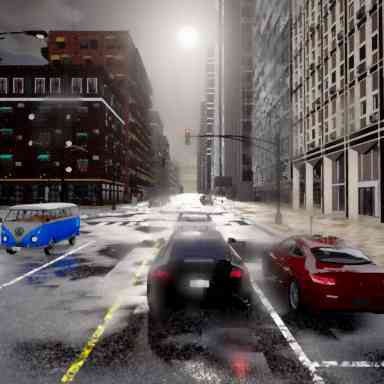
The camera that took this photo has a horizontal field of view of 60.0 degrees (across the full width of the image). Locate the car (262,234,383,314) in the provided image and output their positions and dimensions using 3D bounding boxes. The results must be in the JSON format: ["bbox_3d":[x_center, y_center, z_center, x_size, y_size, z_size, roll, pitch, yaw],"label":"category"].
[{"bbox_3d":[2.708,1.584,7.332,1.802,1.307,4.206,1,0,0],"label":"car"}]

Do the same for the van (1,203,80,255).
[{"bbox_3d":[-5.750,1.345,13.024,1.690,1.788,3.998,1,0,0],"label":"van"}]

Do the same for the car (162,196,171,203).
[{"bbox_3d":[-5.610,1.598,73.558,1.802,1.307,4.206,1,0,0],"label":"car"}]

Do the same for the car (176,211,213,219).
[{"bbox_3d":[0.111,1.606,16.614,1.895,1.301,4.718,0,0,0],"label":"car"}]

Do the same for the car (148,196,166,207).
[{"bbox_3d":[-5.631,1.563,50.940,2.008,1.369,4.403,1,0,0],"label":"car"}]

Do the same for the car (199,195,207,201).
[{"bbox_3d":[2.781,1.569,84.862,2.008,1.369,4.403,1,0,0],"label":"car"}]

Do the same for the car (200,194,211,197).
[{"bbox_3d":[2.764,1.330,62.244,2.192,1.841,5.009,1,0,0],"label":"car"}]

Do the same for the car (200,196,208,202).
[{"bbox_3d":[2.775,1.599,79.208,1.802,1.307,4.206,1,0,0],"label":"car"}]

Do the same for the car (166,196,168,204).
[{"bbox_3d":[-5.625,1.564,56.594,2.008,1.369,4.403,1,0,0],"label":"car"}]

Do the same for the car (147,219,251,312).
[{"bbox_3d":[0.112,1.566,7.797,1.994,1.385,4.181,0,0,-1],"label":"car"}]

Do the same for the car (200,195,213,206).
[{"bbox_3d":[2.754,1.596,56.589,1.802,1.307,4.206,1,0,0],"label":"car"}]

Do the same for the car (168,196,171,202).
[{"bbox_3d":[-5.620,1.580,62.249,1.947,1.339,4.313,1,0,0],"label":"car"}]
